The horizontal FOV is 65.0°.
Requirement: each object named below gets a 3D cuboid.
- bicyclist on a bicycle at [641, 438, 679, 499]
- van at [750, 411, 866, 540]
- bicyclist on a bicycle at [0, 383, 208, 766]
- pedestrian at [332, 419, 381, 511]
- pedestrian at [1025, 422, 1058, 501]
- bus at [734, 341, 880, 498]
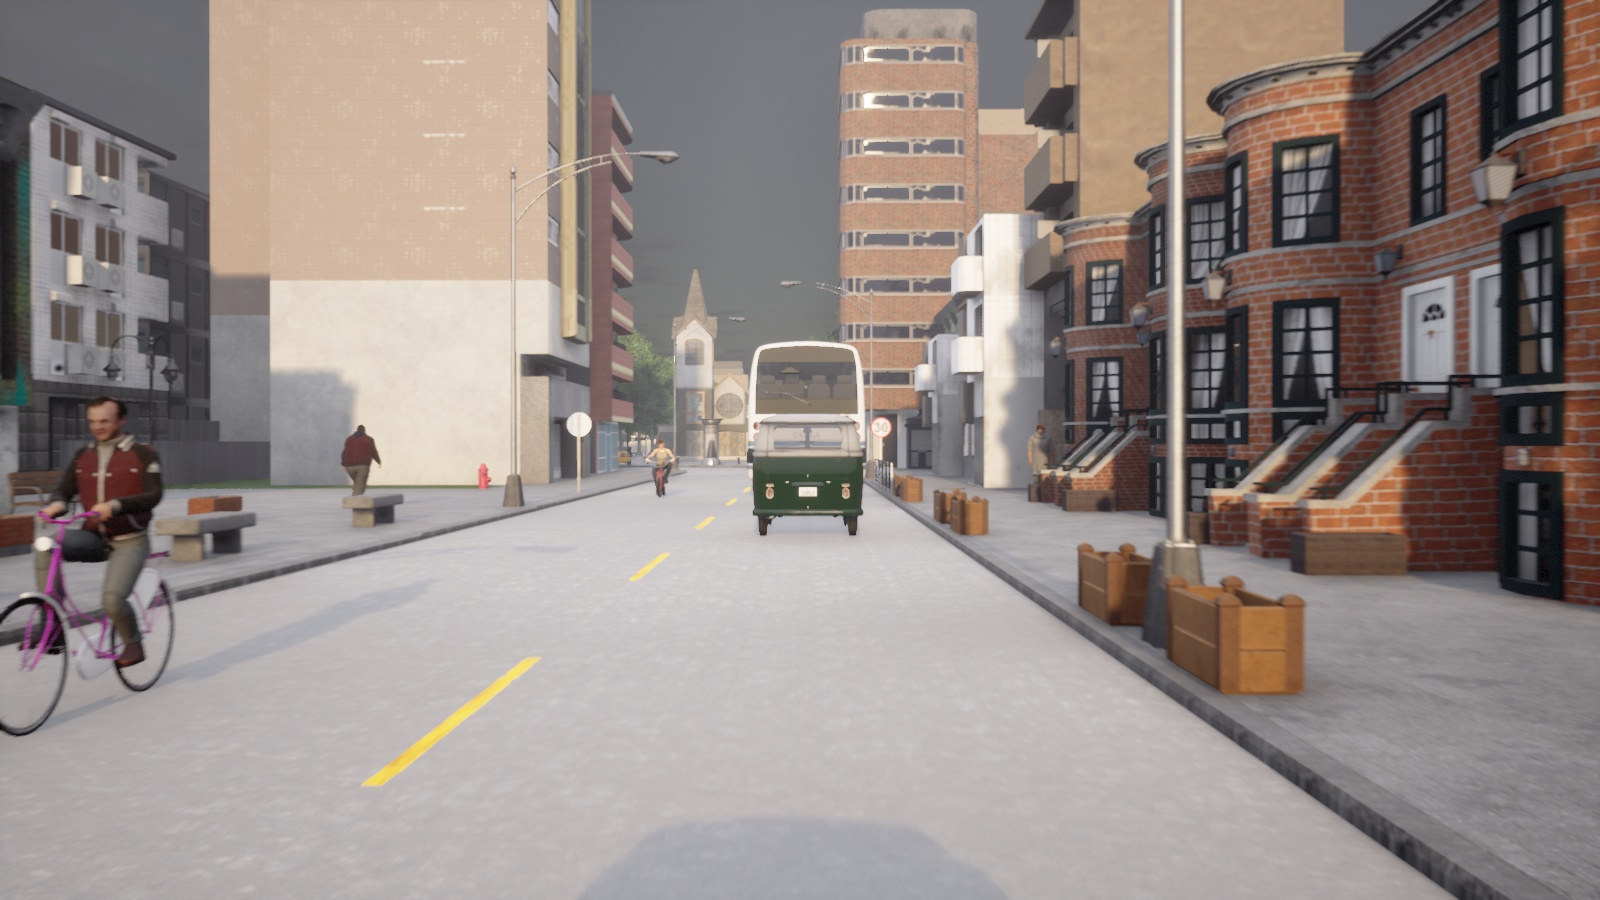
[{"bbox_3d":[-3.819,0.488,34.290,0.866,1.612,1.509,0,0,0],"label":"bicyclist on a bicycle"},{"bbox_3d":[0.131,0.378,21.588,1.775,1.987,4.442,0,0,0],"label":"van"},{"bbox_3d":[-3.946,0.576,6.747,0.659,1.776,1.843,0,0,0],"label":"bicyclist on a bicycle"},{"bbox_3d":[-9.062,0.305,25.664,0.634,1.844,0.899,0,0,4],"label":"pedestrian"},{"bbox_3d":[6.093,0.283,31.743,0.659,1.952,0.873,0,0,-1],"label":"pedestrian"},{"bbox_3d":[0.201,-0.849,39.095,3.944,4.253,10.273,0,0,0],"label":"bus"}]
